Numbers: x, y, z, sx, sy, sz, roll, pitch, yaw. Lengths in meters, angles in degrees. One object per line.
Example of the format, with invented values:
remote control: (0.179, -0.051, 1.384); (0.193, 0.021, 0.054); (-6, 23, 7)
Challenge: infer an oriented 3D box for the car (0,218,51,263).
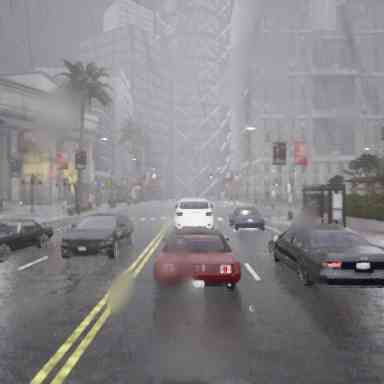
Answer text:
car: (-7.066, 1.709, 12.520); (1.895, 1.301, 4.718); (0, -1, 0)

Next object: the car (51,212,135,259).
car: (-3.560, 1.592, 13.325); (1.882, 1.535, 5.008); (0, 0, 0)

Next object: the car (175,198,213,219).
car: (0.126, 1.397, 20.633); (2.150, 2.045, 5.566); (0, -1, 0)

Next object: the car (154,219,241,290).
car: (0.116, 1.681, 9.283); (1.895, 1.301, 4.718); (0, 0, 0)

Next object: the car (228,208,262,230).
car: (3.630, 1.758, 22.640); (1.994, 1.385, 4.181); (0, -1, 0)

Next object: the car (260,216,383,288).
car: (3.621, 1.630, 9.549); (2.033, 1.411, 5.357); (0, 0, 0)
